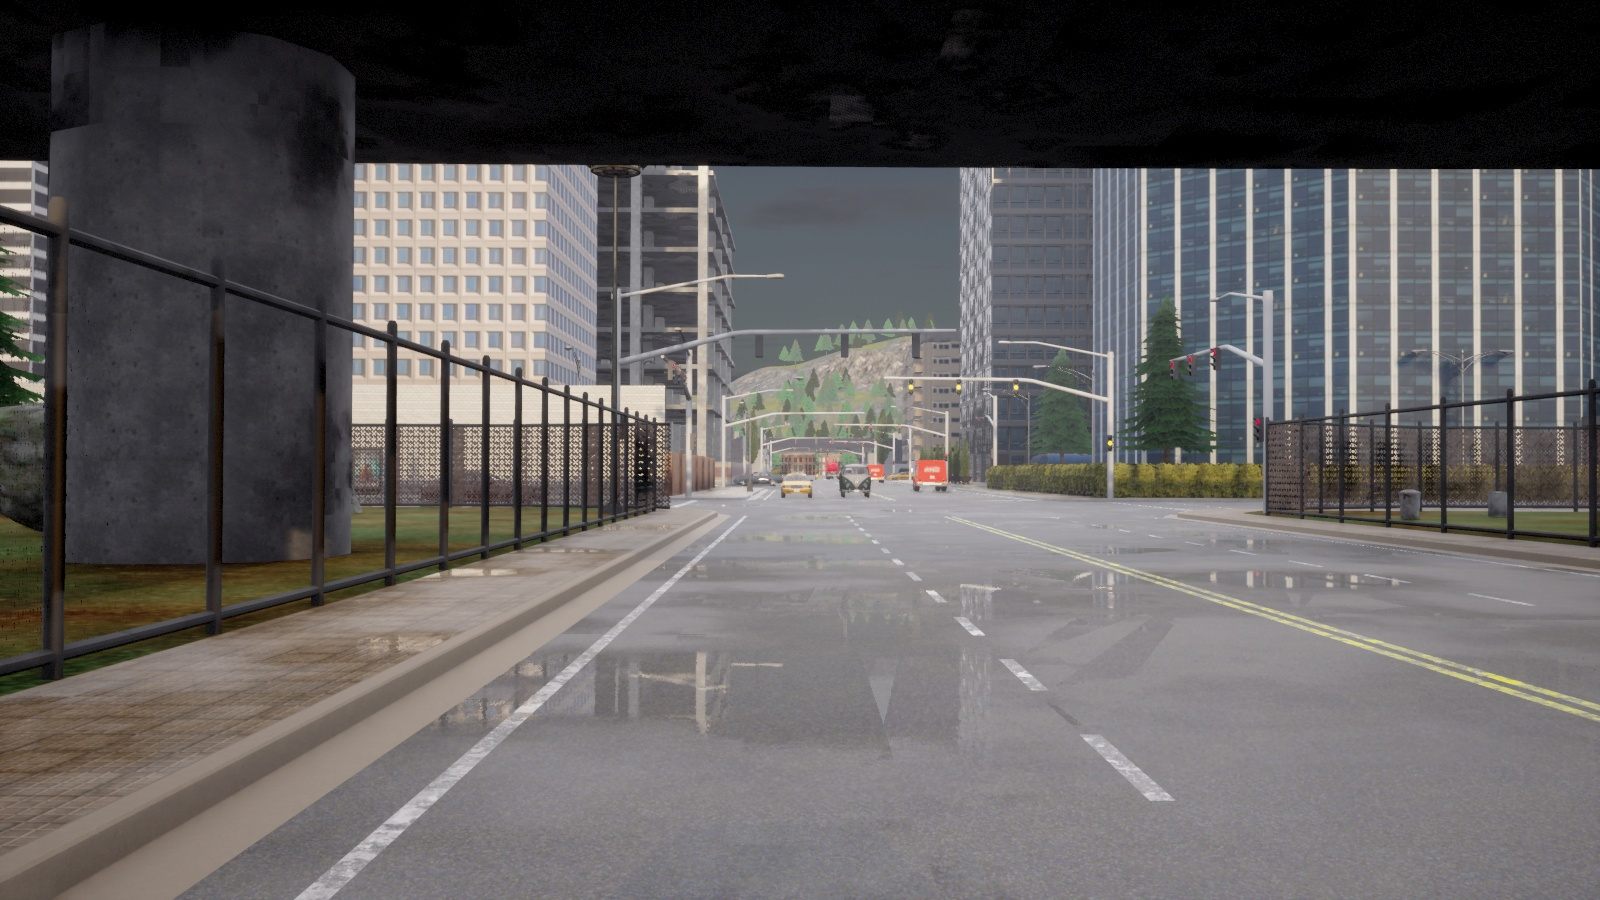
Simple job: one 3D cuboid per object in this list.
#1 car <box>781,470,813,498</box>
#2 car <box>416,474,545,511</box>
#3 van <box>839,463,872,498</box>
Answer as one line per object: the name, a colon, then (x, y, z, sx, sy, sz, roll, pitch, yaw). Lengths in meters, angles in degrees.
car: (-0.175, 1.995, 74.092, 1.801, 1.575, 5.366, 0, -1, 0)
car: (-12.717, 1.676, 50.171, 4.674, 1.442, 1.812, 0, -1, 0)
van: (3.321, 1.820, 75.588, 1.775, 1.987, 4.442, 0, -1, 0)
